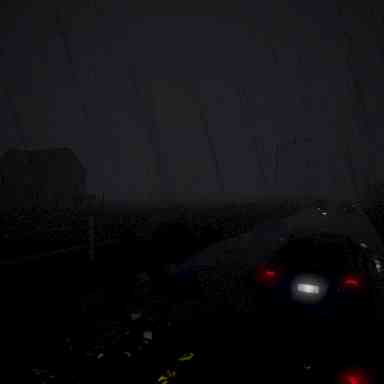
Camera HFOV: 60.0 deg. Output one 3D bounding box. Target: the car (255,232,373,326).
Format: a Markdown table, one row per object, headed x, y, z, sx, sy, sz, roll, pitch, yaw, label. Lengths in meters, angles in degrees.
| x | y | z | sx | sy | sz | roll | pitch | yaw | label |
| --- | --- | --- | --- | --- | --- | --- | --- | --- | --- |
| 2.793 | 1.567 | 7.305 | 1.994 | 1.385 | 4.181 | 0 | 0 | 26 | car |

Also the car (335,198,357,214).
| x | y | z | sx | sy | sz | roll | pitch | yaw | label |
| --- | --- | --- | --- | --- | --- | --- | --- | --- | --- |
| 16.192 | 1.536 | 34.966 | 1.812 | 1.442 | 4.674 | 0 | 0 | 26 | car |

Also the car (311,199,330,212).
| x | y | z | sx | sy | sz | roll | pitch | yaw | label |
| --- | --- | --- | --- | --- | --- | --- | --- | --- | --- |
| 15.609 | 1.558 | 40.206 | 2.033 | 1.411 | 5.357 | 0 | 0 | 26 | car |

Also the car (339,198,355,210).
| x | y | z | sx | sy | sz | roll | pitch | yaw | label |
| --- | --- | --- | --- | --- | --- | --- | --- | --- | --- |
| 20.635 | 1.532 | 44.296 | 1.812 | 1.442 | 4.674 | 0 | 0 | 26 | car |
